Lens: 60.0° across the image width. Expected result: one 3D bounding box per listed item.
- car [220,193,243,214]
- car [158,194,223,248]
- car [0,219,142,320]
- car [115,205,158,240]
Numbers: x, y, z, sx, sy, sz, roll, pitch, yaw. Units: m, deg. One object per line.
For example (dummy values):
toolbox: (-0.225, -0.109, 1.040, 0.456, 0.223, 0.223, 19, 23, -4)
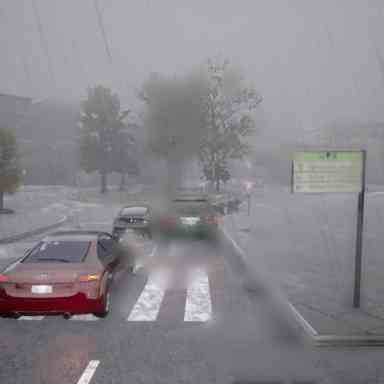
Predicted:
car: (2.560, 0.873, 27.366, 1.837, 1.490, 4.892, 1, 5, 31)
car: (-0.063, 1.142, 14.635, 2.150, 2.045, 5.566, 0, 2, 0)
car: (-2.478, 1.552, 7.433, 1.994, 1.385, 4.181, 0, 0, -1)
car: (-2.567, 1.380, 16.320, 1.837, 1.490, 4.892, 0, 2, 0)
